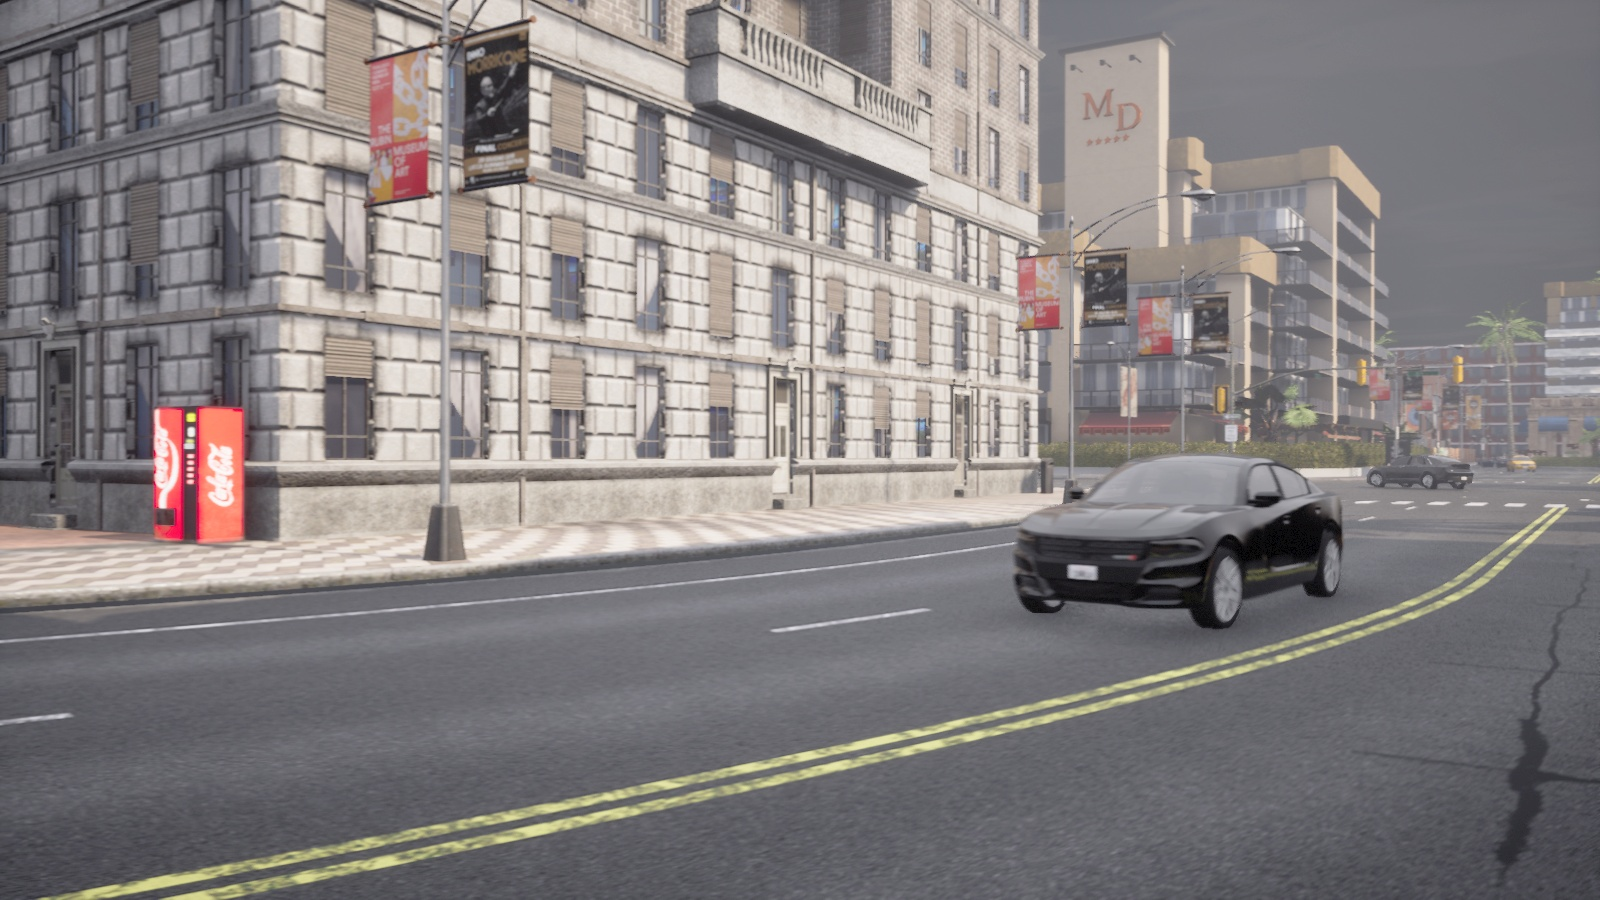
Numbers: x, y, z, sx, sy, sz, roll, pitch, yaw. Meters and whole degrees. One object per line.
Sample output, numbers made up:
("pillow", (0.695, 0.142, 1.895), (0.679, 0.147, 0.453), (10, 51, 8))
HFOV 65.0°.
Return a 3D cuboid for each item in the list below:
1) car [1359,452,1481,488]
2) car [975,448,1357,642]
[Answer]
("car", (27.408, 0.856, 55.685), (1.837, 1.490, 4.892), (0, 0, -21))
("car", (3.842, 0.753, 12.460), (1.882, 1.535, 5.008), (0, 0, 38))
